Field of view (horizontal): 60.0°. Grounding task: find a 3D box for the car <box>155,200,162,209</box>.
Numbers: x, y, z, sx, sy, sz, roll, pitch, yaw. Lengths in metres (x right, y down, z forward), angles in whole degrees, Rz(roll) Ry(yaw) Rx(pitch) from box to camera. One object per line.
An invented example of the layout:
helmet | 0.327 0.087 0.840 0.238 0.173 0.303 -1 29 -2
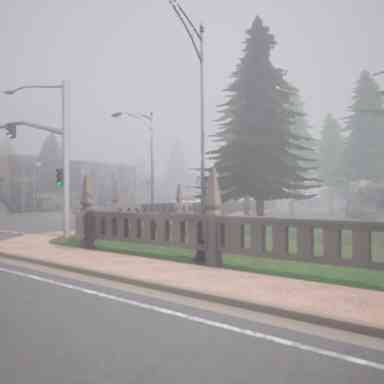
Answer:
car | -4.108 1.855 46.795 1.994 1.385 4.181 -1 0 35

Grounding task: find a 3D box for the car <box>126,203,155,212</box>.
car | -5.351 1.726 26.951 1.994 1.385 4.181 -1 0 35

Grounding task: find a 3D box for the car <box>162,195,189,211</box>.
car | -1.137 1.463 44.932 2.150 2.045 5.566 -1 -1 36
